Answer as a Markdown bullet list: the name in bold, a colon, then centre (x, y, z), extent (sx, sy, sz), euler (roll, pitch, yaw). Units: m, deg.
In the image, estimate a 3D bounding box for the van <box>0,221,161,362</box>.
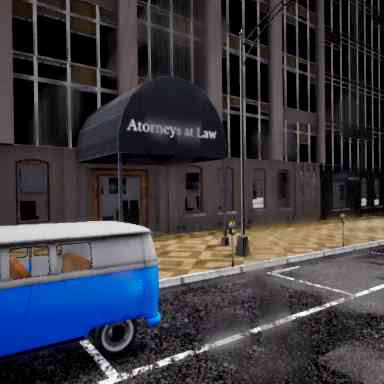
- **van**: centre (-2.377, 1.341, 4.421), extent (3.998, 1.788, 1.690), euler (0, -1, -36)
